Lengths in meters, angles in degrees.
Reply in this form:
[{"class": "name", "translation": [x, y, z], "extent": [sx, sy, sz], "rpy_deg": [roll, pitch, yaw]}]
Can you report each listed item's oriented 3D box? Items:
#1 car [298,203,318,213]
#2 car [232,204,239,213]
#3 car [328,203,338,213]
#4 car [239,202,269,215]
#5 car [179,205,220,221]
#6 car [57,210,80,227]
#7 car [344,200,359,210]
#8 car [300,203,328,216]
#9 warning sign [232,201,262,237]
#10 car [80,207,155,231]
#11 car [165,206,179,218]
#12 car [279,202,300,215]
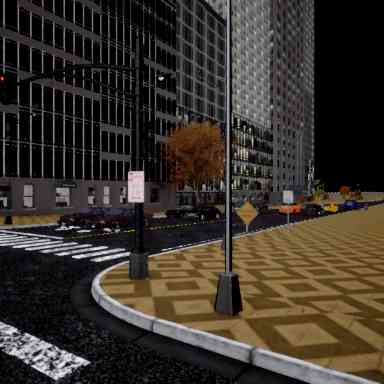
[{"class": "car", "translation": [19.143, 2.576, 54.746], "extent": [2.033, 1.411, 5.357], "rpy_deg": [0, -1, 33]}, {"class": "car", "translation": [7.616, 2.318, 48.971], "extent": [2.128, 1.511, 4.902], "rpy_deg": [0, -1, 33]}, {"class": "car", "translation": [21.875, 2.510, 52.986], "extent": [1.882, 1.535, 5.008], "rpy_deg": [0, -1, 33]}, {"class": "car", "translation": [8.604, 2.124, 44.538], "extent": [2.097, 1.767, 4.553], "rpy_deg": [0, -1, 33]}, {"class": "car", "translation": [1.093, 2.031, 32.937], "extent": [1.837, 1.490, 4.892], "rpy_deg": [0, -1, 33]}, {"class": "car", "translation": [-7.551, 1.873, 25.533], "extent": [2.033, 1.411, 5.357], "rpy_deg": [0, -1, 33]}, {"class": "car", "translation": [31.476, 2.536, 65.773], "extent": [2.150, 2.045, 5.566], "rpy_deg": [0, -1, 33]}, {"class": "car", "translation": [16.275, 2.353, 44.221], "extent": [1.837, 1.490, 4.892], "rpy_deg": [0, -1, 33]}, {"class": "warning sign", "translation": [3.095, 1.454, 18.576], "extent": [1.300, 1.860, 1.060], "rpy_deg": [1, 1, 33]}, {"class": "car", "translation": [-4.899, 1.874, 23.649], "extent": [2.033, 1.411, 5.357], "rpy_deg": [0, -1, 33]}, {"class": "car", "translation": [-0.909, 2.146, 35.830], "extent": [1.895, 1.301, 4.718], "rpy_deg": [0, -1, 33]}, {"class": "car", "translation": [13.738, 2.203, 46.277], "extent": [2.097, 1.767, 4.553], "rpy_deg": [0, -1, 33]}]
